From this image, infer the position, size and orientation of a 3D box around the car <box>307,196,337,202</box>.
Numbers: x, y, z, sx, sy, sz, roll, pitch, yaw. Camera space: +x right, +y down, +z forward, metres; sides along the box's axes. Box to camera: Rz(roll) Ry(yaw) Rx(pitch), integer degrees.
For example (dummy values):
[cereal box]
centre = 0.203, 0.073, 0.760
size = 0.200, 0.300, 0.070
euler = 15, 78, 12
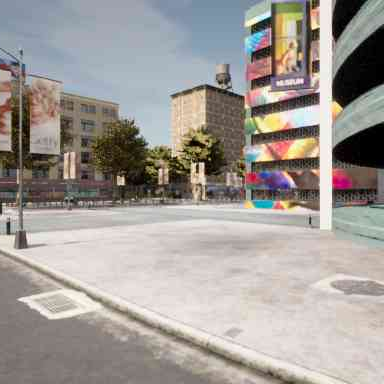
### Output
[car]
centre = 14.988, 1.320, 39.729
size = 4.674, 1.452, 2.002
euler = 0, 0, -44
